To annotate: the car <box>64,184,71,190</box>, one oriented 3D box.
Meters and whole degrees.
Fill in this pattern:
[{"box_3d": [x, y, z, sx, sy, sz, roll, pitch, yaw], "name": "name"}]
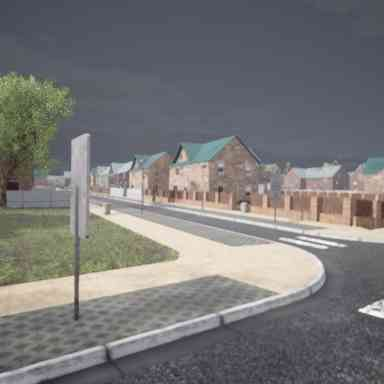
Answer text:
[{"box_3d": [-29.732, -0.846, 82.891, 2.150, 2.045, 5.566, 1, 1, -26], "name": "car"}]
